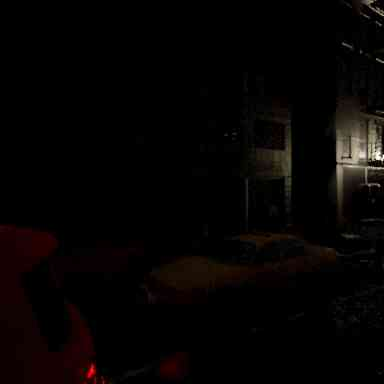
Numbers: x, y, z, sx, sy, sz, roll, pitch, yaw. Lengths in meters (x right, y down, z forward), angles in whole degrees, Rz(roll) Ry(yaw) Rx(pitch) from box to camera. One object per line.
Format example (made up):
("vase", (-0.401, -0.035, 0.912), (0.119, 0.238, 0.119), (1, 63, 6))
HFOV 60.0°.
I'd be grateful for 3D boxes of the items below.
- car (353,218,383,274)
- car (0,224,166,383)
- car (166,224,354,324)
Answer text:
("car", (5.813, 1.518, 10.349), (4.403, 1.369, 2.008), (0, 0, -36))
("car", (-3.032, 1.228, 0.904), (5.566, 2.045, 2.150), (0, 0, -36))
("car", (1.274, 1.510, 7.112), (4.829, 1.417, 1.752), (0, 0, -36))
